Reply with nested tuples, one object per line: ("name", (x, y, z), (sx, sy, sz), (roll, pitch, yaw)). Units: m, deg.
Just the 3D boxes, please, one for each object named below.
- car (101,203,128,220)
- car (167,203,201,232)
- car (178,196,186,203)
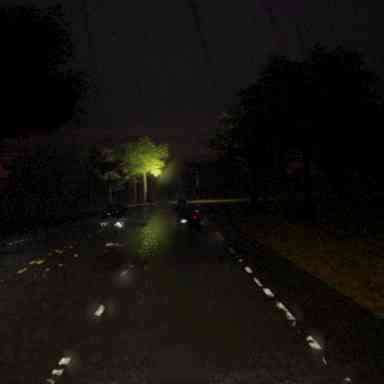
("car", (-7.695, 1.873, 33.320), (1.837, 1.490, 4.892), (-3, 0, 1))
("car", (-0.532, 1.626, 20.721), (1.994, 1.385, 4.181), (-2, 0, -2))
("car", (-2.305, 1.959, 76.918), (2.128, 1.511, 4.902), (-2, -1, -2))
